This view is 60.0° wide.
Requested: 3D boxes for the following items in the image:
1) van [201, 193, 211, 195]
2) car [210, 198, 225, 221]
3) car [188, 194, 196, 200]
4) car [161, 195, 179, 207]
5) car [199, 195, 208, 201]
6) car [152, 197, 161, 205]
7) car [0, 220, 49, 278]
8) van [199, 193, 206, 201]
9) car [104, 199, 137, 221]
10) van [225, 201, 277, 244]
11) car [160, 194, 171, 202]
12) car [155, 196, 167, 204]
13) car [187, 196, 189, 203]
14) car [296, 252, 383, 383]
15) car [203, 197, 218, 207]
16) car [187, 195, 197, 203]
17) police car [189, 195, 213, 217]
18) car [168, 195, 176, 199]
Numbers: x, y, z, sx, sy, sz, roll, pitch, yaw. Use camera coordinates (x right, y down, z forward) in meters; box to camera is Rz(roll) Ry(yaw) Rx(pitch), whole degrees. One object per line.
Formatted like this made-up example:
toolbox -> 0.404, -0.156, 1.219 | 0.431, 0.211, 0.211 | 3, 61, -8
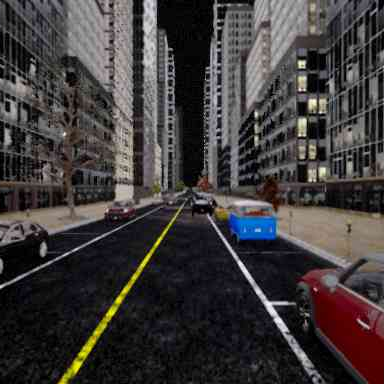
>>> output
van -> 2.682, 1.261, 55.224 | 1.690, 1.788, 3.998 | 0, 0, 0
car -> 2.685, 1.488, 26.934 | 1.752, 1.417, 4.829 | 0, 0, 0
car -> -0.004, 1.252, 82.483 | 2.033, 1.411, 5.357 | 0, 0, 0
car -> -3.081, 1.416, 51.082 | 2.128, 1.511, 4.902 | 0, 0, 0
car -> 2.683, 1.463, 77.993 | 1.802, 1.307, 4.206 | 0, 0, 0
car -> -5.697, 1.445, 55.069 | 1.752, 1.417, 4.829 | 0, 0, 0
car -> -5.695, 1.538, 9.704 | 2.008, 1.369, 4.403 | 0, 0, 0
van -> 2.682, 1.211, 83.685 | 1.690, 1.788, 3.998 | 0, 0, 0
car -> -5.696, 1.403, 26.779 | 1.967, 1.590, 4.097 | 0, 0, 0
van -> 2.684, 1.320, 15.379 | 1.690, 1.788, 3.998 | 0, 0, 0
car -> -5.698, 1.331, 72.315 | 1.967, 1.590, 4.097 | 0, 0, 0
car -> -5.697, 1.492, 60.931 | 1.802, 1.307, 4.206 | 0, 0, 0
car -> 0.691, 1.438, 47.406 | 1.837, 1.490, 4.892 | 0, 0, 4
car -> 2.685, 1.435, 3.995 | 1.967, 1.590, 4.097 | 0, 0, 0
car -> 2.684, 1.494, 49.532 | 1.947, 1.339, 4.313 | 0, 0, 0
car -> -0.004, 1.431, 67.483 | 1.812, 1.442, 4.674 | 0, 0, 0
police car -> 0.898, 1.382, 31.452 | 1.930, 1.638, 5.238 | 0, 0, 0
car -> -5.698, 1.413, 95.082 | 1.947, 1.339, 4.313 | 0, 0, 0
